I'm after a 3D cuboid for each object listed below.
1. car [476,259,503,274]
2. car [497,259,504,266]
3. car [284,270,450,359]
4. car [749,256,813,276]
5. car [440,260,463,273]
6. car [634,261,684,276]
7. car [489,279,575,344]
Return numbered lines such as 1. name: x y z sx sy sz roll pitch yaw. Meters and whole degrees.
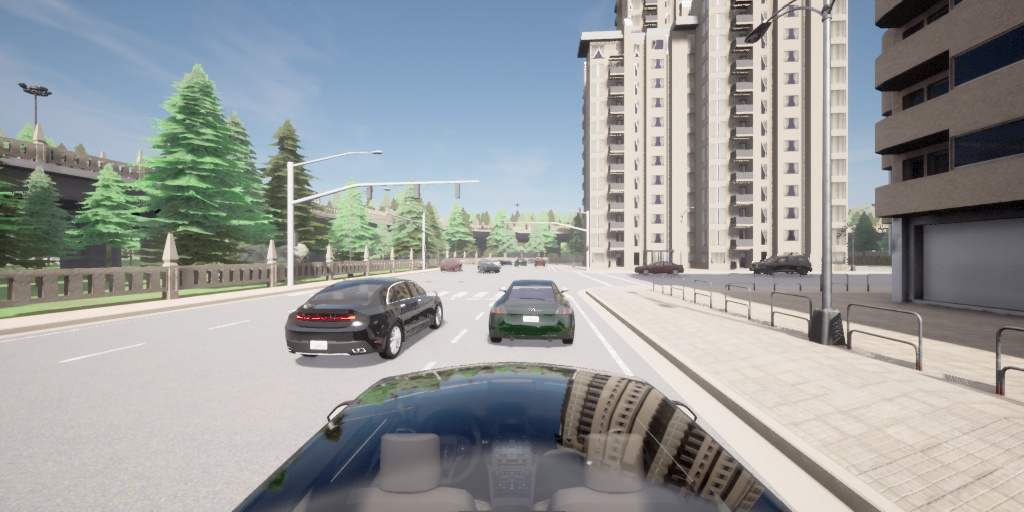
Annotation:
1. car: -2.742 1.361 40.718 1.895 1.301 4.718 0 0 -16
2. car: -2.871 1.275 57.781 1.812 1.442 4.674 0 0 5
3. car: -3.042 1.255 8.455 1.837 1.490 4.892 0 0 5
4. car: 28.279 1.029 37.776 5.566 2.045 2.150 0 0 4
5. car: -7.448 1.227 44.367 1.882 1.535 5.008 0 0 4
6. car: 15.786 1.283 38.585 5.008 1.535 1.882 0 0 4
7. car: 0.573 1.314 9.650 1.994 1.385 4.181 0 0 5
